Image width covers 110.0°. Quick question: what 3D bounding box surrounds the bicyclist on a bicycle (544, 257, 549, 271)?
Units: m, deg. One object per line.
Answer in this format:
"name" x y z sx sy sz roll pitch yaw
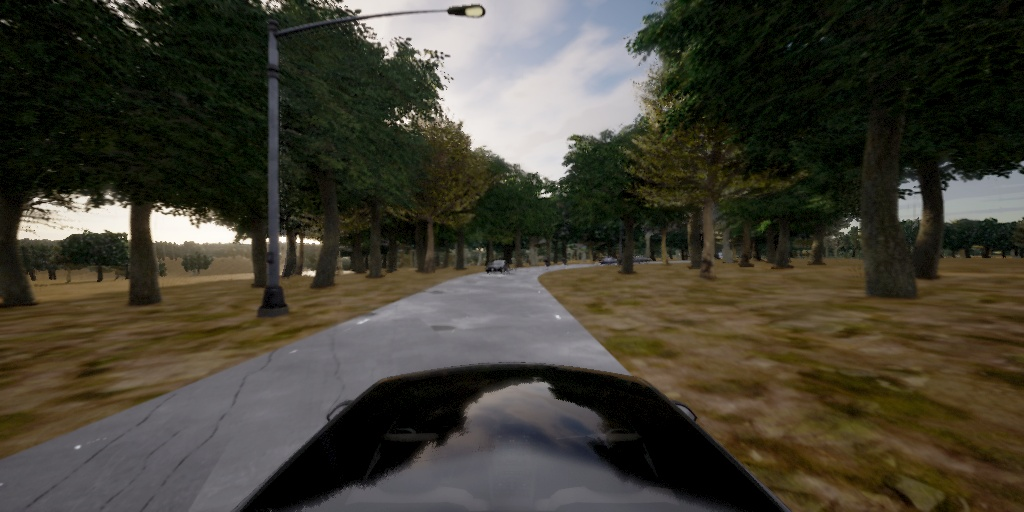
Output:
"bicyclist on a bicycle" 4.531 1.009 46.631 0.659 1.776 1.843 0 1 19

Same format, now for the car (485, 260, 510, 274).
"car" -1.516 1.164 39.255 1.837 1.490 4.892 0 0 12

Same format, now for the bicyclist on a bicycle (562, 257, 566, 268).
"bicyclist on a bicycle" 7.988 0.981 54.544 0.659 1.776 1.843 0 1 27
